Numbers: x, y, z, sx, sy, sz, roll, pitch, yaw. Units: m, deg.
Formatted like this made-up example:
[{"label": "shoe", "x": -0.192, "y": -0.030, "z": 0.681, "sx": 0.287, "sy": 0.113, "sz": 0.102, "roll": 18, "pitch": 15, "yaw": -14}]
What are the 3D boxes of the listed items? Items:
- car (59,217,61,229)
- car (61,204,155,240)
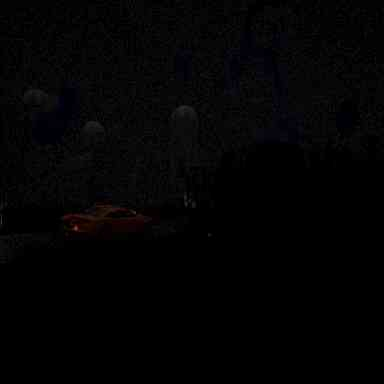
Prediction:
[{"label": "car", "x": -5.722, "y": 1.560, "z": 20.621, "sx": 1.882, "sy": 1.535, "sz": 5.008, "roll": 1, "pitch": 0, "yaw": 36}, {"label": "car", "x": -4.121, "y": 1.597, "z": 17.965, "sx": 1.882, "sy": 1.535, "sz": 5.008, "roll": 1, "pitch": 0, "yaw": 36}]
